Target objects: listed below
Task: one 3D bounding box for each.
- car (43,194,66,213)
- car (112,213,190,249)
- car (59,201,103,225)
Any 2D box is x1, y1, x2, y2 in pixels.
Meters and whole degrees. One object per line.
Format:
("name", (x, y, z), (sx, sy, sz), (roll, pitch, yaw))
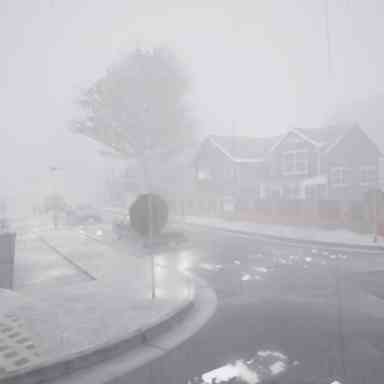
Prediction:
("car", (-16.272, 1.329, 39.385), (2.150, 2.045, 5.566), (-3, 1, -29))
("car", (-2.184, 1.653, 15.691), (2.033, 1.411, 5.357), (-3, 1, -32))
("car", (-8.606, 1.645, 26.057), (2.033, 1.411, 5.357), (-3, 1, -31))
